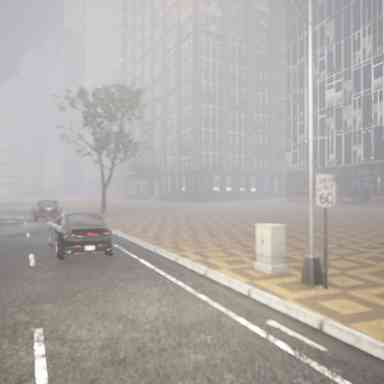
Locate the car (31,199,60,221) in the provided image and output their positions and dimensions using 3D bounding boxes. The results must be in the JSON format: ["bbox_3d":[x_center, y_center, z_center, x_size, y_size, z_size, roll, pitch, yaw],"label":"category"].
[{"bbox_3d":[-11.934,1.363,27.233,2.097,1.767,4.553,1,0,-28],"label":"car"}]

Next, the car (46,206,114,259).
[{"bbox_3d":[-4.362,1.519,12.797,1.837,1.490,4.892,1,0,-27],"label":"car"}]
